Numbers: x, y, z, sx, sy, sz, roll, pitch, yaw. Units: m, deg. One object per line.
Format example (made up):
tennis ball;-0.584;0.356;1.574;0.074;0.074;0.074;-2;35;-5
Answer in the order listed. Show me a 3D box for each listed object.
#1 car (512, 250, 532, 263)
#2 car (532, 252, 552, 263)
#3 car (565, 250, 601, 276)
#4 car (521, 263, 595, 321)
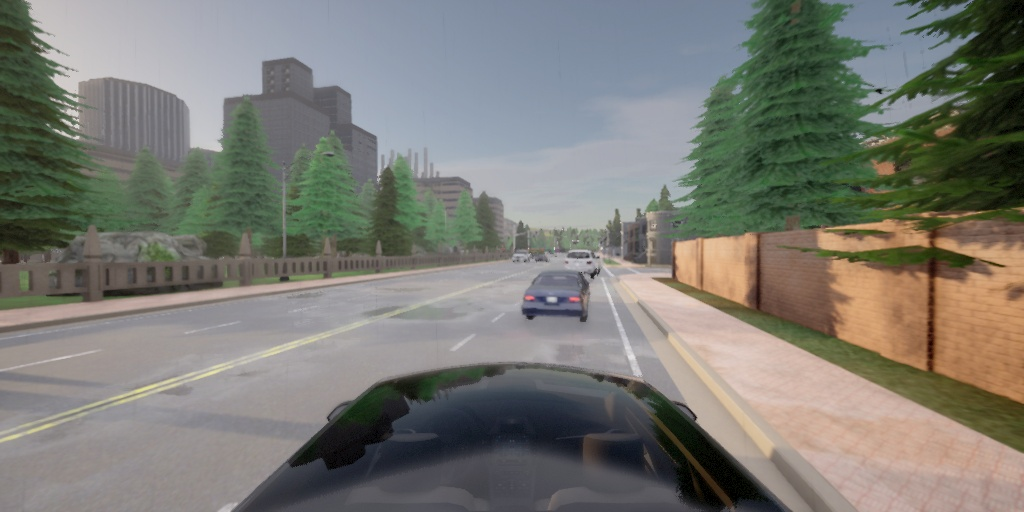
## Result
car;1.535;0.078;60.204;2.150;2.045;5.566;0;1;13
car;5.016;0.424;59.737;1.994;1.385;4.181;0;1;13
car;5.412;0.576;27.372;2.150;2.045;5.566;0;1;19
car;1.600;1.143;11.770;2.033;1.411;5.357;0;1;13
